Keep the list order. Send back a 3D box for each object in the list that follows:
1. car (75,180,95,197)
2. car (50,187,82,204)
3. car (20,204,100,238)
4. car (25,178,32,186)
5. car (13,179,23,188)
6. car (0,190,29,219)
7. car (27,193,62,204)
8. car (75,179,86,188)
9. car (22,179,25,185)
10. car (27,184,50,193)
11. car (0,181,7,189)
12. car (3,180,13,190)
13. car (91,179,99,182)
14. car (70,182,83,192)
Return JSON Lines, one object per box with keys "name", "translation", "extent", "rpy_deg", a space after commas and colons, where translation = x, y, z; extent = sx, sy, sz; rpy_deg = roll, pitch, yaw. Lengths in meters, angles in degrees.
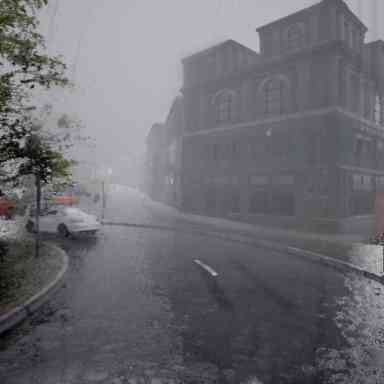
{"name": "car", "translation": [-16.998, -0.306, 52.345], "extent": [2.150, 2.045, 5.566], "rpy_deg": [0, 4, -10]}
{"name": "car", "translation": [-14.912, 0.675, 39.681], "extent": [2.097, 1.767, 4.553], "rpy_deg": [0, 4, -8]}
{"name": "car", "translation": [-6.907, 1.559, 17.787], "extent": [4.674, 1.442, 1.812], "rpy_deg": [0, -1, 34]}
{"name": "car", "translation": [-39.485, -1.906, 74.898], "extent": [4.892, 1.521, 2.231], "rpy_deg": [-2, 5, -35]}
{"name": "car", "translation": [-37.249, -1.325, 66.347], "extent": [5.008, 1.535, 2.097], "rpy_deg": [-2, 5, -33]}
{"name": "car", "translation": [-15.951, 1.147, 28.301], "extent": [2.150, 2.045, 5.566], "rpy_deg": [0, 2, -14]}
{"name": "car", "translation": [-12.903, 1.280, 29.334], "extent": [2.097, 1.767, 4.553], "rpy_deg": [0, 2, -20]}
{"name": "car", "translation": [-25.321, -1.947, 75.838], "extent": [2.097, 1.767, 4.553], "rpy_deg": [0, 4, -15]}
{"name": "car", "translation": [-38.000, -1.644, 69.179], "extent": [4.553, 1.767, 2.185], "rpy_deg": [-2, 4, -34]}
{"name": "car", "translation": [-17.807, 0.563, 38.766], "extent": [2.150, 2.045, 5.566], "rpy_deg": [0, 4, -8]}
{"name": "car", "translation": [-35.283, -0.701, 57.716], "extent": [4.792, 1.488, 2.163], "rpy_deg": [-2, 5, -32]}
{"name": "car", "translation": [-35.888, -0.929, 60.611], "extent": [4.892, 1.521, 2.231], "rpy_deg": [-2, 5, -32]}
{"name": "car", "translation": [-22.322, -2.054, 76.240], "extent": [2.150, 2.045, 5.566], "rpy_deg": [0, 4, -15]}
{"name": "car", "translation": [-22.855, -1.018, 65.819], "extent": [1.882, 1.535, 5.008], "rpy_deg": [0, 4, -14]}
